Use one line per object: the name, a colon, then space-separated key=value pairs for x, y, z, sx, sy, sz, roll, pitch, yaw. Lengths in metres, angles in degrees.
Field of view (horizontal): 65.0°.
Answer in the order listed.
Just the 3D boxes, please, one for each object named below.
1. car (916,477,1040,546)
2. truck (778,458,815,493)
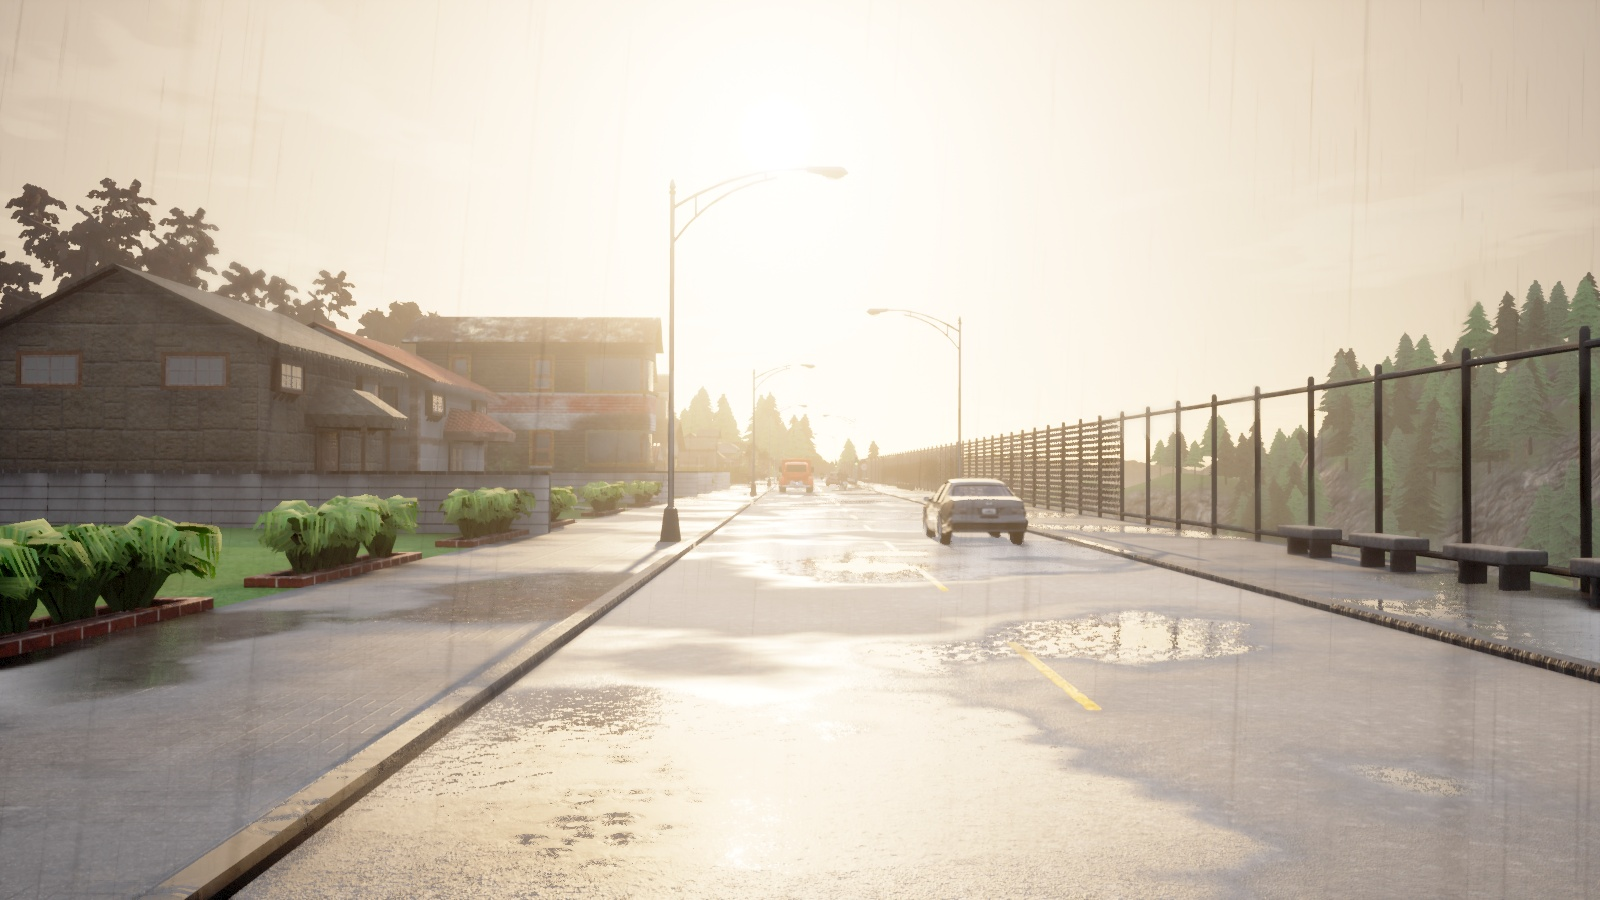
car: x=3.924 y=1.326 z=28.635 sx=2.033 sy=1.411 sz=5.357 roll=0 pitch=-1 yaw=0
truck: x=-0.251 y=1.851 z=90.870 sx=2.627 sy=2.467 sz=5.204 roll=0 pitch=-1 yaw=0
